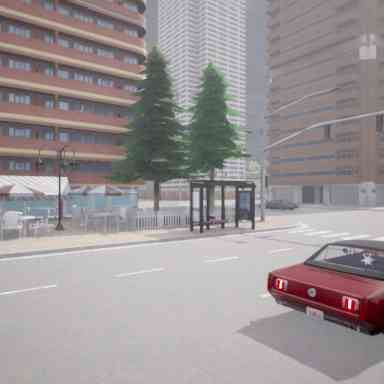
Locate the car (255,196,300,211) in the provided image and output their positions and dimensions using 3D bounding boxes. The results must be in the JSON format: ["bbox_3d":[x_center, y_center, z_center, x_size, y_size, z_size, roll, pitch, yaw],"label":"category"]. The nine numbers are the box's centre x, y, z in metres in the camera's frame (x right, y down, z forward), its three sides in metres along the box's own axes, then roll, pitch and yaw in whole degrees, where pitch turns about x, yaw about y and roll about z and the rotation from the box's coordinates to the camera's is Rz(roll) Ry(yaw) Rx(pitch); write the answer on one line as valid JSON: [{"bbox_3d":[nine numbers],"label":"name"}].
[{"bbox_3d":[10.803,1.600,41.693,2.033,1.411,5.357,0,0,-36],"label":"car"}]

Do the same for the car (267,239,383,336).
[{"bbox_3d":[3.718,1.600,6.461,4.718,1.301,1.895,0,0,-36],"label":"car"}]
